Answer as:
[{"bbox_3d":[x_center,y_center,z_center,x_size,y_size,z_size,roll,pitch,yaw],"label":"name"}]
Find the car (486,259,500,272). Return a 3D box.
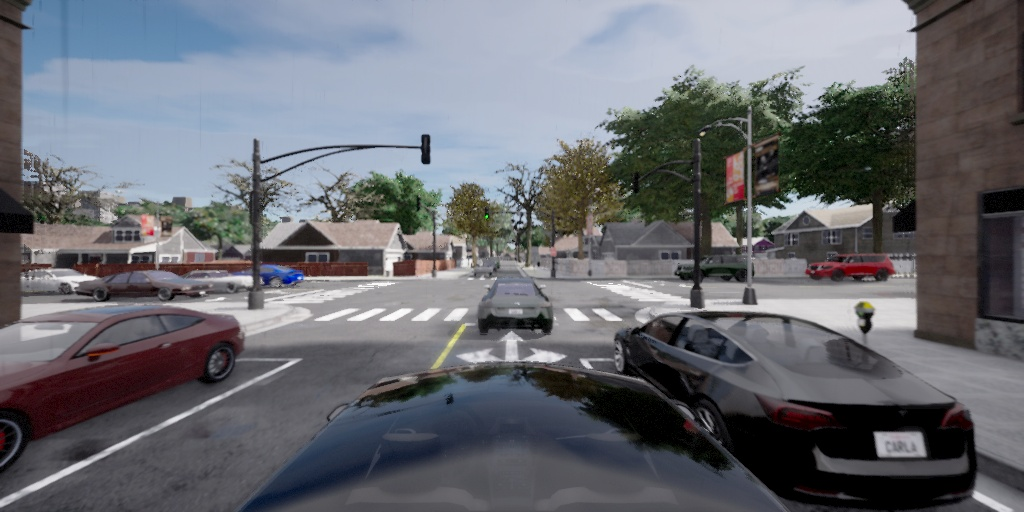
[{"bbox_3d":[-3.068,1.440,49.131,1.994,1.385,4.181,0,0,0],"label":"car"}]

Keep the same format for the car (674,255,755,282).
[{"bbox_3d":[15.468,0.922,27.498,5.566,2.045,2.150,0,0,0],"label":"car"}]

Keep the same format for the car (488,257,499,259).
[{"bbox_3d":[-3.098,1.132,59.650,2.150,2.045,5.566,0,0,0],"label":"car"}]

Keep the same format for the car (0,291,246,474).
[{"bbox_3d":[-5.389,1.337,4.508,1.802,1.307,4.207,0,0,0],"label":"car"}]

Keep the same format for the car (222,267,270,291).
[{"bbox_3d":[-17.208,1.485,20.792,4.718,1.301,1.895,0,0,-3],"label":"car"}]

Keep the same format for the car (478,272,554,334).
[{"bbox_3d":[0.090,1.331,10.736,1.994,1.385,4.181,0,0,0],"label":"car"}]

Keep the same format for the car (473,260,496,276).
[{"bbox_3d":[-3.107,1.446,39.086,1.895,1.301,4.718,0,0,0],"label":"car"}]

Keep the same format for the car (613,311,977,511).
[{"bbox_3d":[2.636,1.321,4.514,1.948,1.339,4.313,0,0,0],"label":"car"}]

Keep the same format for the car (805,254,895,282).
[{"bbox_3d":[25.836,0.864,27.493,5.566,2.045,2.150,0,0,0],"label":"car"}]

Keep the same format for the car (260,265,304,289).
[{"bbox_3d":[-16.836,1.365,24.282,5.008,1.535,1.882,0,0,0],"label":"car"}]

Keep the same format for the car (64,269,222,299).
[{"bbox_3d":[-17.815,1.430,17.541,5.357,1.411,2.033,0,0,0],"label":"car"}]

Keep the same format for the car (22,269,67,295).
[{"bbox_3d":[-26.390,1.467,20.800,4.674,1.442,1.812,0,0,0],"label":"car"}]
